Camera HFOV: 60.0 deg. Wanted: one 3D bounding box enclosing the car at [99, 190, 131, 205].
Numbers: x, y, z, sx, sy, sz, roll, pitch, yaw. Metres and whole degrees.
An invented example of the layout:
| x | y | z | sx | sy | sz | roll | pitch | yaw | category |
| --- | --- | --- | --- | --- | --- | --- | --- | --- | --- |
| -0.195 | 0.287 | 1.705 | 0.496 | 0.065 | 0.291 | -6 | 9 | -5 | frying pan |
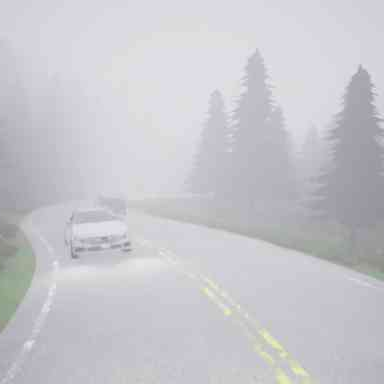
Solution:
| x | y | z | sx | sy | sz | roll | pitch | yaw | category |
| --- | --- | --- | --- | --- | --- | --- | --- | --- | --- |
| -8.543 | 0.542 | 37.386 | 2.033 | 1.411 | 5.357 | 0 | 2 | 3 | car |

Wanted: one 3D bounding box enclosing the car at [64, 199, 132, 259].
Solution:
| x | y | z | sx | sy | sz | roll | pitch | yaw | category |
| --- | --- | --- | --- | --- | --- | --- | --- | --- | --- |
| -3.472 | 1.248 | 11.813 | 1.812 | 1.442 | 4.674 | -3 | 3 | -24 | car |

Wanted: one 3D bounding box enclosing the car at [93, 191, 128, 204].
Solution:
| x | y | z | sx | sy | sz | roll | pitch | yaw | category |
| --- | --- | --- | --- | --- | --- | --- | --- | --- | --- |
| -6.104 | 0.799 | 24.320 | 1.882 | 1.535 | 5.008 | -3 | 2 | -23 | car |
